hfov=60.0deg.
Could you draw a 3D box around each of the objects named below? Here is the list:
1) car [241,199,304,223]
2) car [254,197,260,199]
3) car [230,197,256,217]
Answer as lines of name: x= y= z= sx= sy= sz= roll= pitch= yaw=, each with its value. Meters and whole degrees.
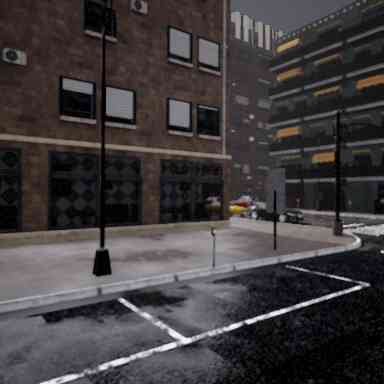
car: x=6.005 y=1.441 z=24.083 sx=2.008 sy=1.369 sz=4.403 roll=1 pitch=0 yaw=-36
car: x=6.210 y=1.229 z=37.992 sx=1.967 sy=1.590 sz=4.097 roll=1 pitch=0 yaw=-36
car: x=2.817 y=1.340 z=28.438 sx=1.752 sy=1.417 sz=4.829 roll=1 pitch=0 yaw=-36
